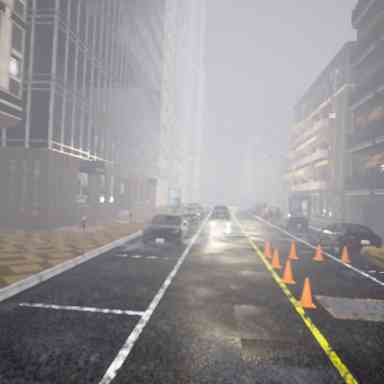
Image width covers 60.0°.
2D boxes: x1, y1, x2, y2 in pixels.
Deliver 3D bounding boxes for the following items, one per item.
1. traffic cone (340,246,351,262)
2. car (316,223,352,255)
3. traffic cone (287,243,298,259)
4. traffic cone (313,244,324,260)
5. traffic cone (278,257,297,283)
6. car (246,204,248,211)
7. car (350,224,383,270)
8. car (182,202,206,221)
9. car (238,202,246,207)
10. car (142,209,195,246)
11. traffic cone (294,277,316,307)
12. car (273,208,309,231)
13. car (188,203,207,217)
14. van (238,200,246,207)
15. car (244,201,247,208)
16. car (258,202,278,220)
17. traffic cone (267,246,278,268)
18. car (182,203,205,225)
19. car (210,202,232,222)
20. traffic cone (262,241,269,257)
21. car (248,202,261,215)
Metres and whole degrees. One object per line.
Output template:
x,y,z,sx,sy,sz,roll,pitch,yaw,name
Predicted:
5.988,2.405,12.995,0.340,0.580,0.340,3,-1,5,traffic cone
7.183,2.104,15.497,1.947,1.339,4.313,3,-1,5,car
3.997,2.311,13.163,0.340,0.580,0.340,3,-1,5,traffic cone
4.993,2.358,13.079,0.340,0.580,0.340,3,-1,5,traffic cone
2.670,2.199,9.261,0.340,0.580,0.340,3,-1,5,traffic cone
10.466,2.780,54.894,1.802,1.307,4.206,3,-1,5,car
6.730,1.974,10.038,1.752,1.417,4.829,3,-1,5,car
0.254,1.865,33.085,1.967,1.590,4.097,3,-1,5,car
13.281,3.348,88.664,1.947,1.339,4.313,3,-1,5,car
-1.159,1.710,16.198,1.947,1.339,4.313,3,-1,5,car
2.503,2.166,7.269,0.340,0.580,0.340,3,-1,5,traffic cone
8.122,2.275,26.754,2.008,1.369,4.403,3,-1,5,car
0.705,2.042,38.542,1.752,1.417,4.829,3,-1,5,car
12.822,3.025,83.038,1.690,1.788,3.998,3,-1,5,van
10.935,2.875,60.522,1.802,1.307,4.206,3,-1,5,car
9.065,2.354,38.011,1.967,1.590,4.097,3,-1,5,car
2.836,2.231,11.254,0.340,0.580,0.340,3,-1,5,traffic cone
-0.219,1.881,27.454,2.008,1.369,4.403,3,-1,5,car
2.876,2.059,33.215,1.837,1.490,4.892,3,-1,5,car
3.002,2.264,13.247,0.340,0.580,0.340,3,-1,5,traffic cone
10.010,2.419,49.269,2.192,1.841,5.009,3,-1,5,car
